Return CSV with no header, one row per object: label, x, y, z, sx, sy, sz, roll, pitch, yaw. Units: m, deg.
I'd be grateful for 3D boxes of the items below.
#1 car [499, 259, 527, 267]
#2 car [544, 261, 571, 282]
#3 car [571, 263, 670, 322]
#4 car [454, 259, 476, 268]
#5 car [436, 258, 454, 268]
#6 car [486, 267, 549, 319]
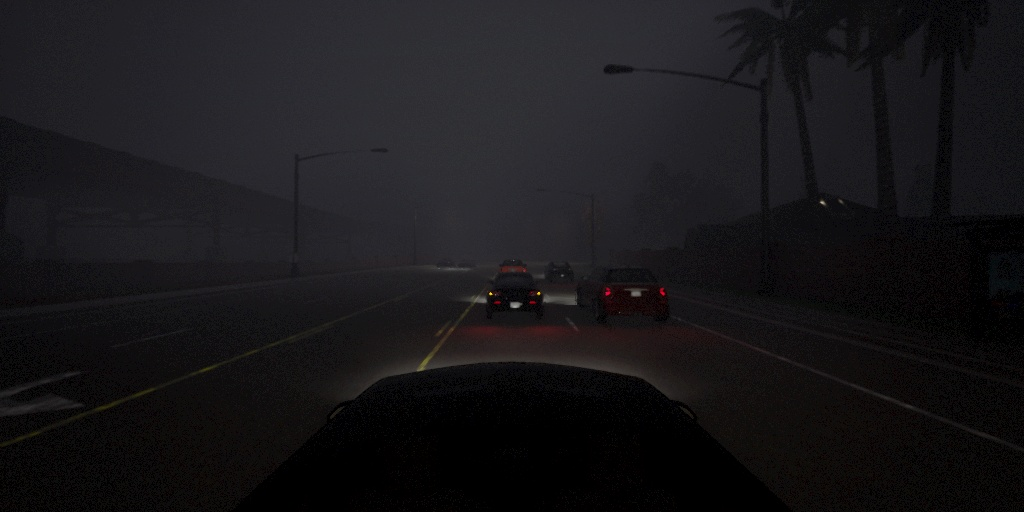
car,0.070,1.013,27.351,2.097,1.767,4.553,0,0,0
car,3.571,1.154,27.652,2.128,1.511,4.902,0,1,0
car,3.567,1.094,12.382,2.097,1.767,4.553,0,0,0
car,-6.712,1.107,53.177,1.895,1.301,4.718,0,0,6
car,-10.033,1.032,54.523,1.812,1.442,4.674,0,0,7
car,0.072,1.269,12.723,1.812,1.442,4.674,0,0,0
